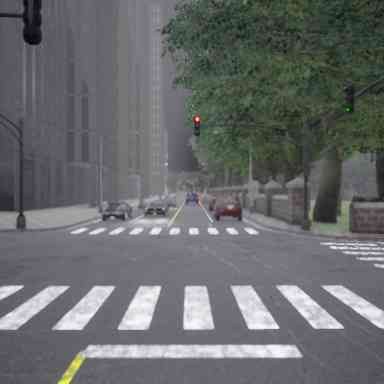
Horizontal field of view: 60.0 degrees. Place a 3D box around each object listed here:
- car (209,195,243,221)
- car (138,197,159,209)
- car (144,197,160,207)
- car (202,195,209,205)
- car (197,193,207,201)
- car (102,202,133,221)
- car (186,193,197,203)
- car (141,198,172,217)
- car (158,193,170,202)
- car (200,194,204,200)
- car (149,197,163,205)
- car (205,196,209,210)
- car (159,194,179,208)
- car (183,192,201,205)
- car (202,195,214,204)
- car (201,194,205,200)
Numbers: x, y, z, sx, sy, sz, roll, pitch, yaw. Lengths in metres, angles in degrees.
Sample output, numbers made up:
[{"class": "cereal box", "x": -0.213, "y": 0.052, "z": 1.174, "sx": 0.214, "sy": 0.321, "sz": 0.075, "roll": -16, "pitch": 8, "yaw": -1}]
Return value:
[{"class": "car", "x": 2.753, "y": 1.228, "z": 26.265, "sx": 2.192, "sy": 1.841, "sz": 5.009, "roll": 0, "pitch": 0, "yaw": 0}, {"class": "car", "x": -5.778, "y": 1.420, "z": 42.623, "sx": 2.008, "sy": 1.369, "sz": 4.403, "roll": 0, "pitch": 0, "yaw": 0}, {"class": "car", "x": -5.780, "y": 1.437, "z": 48.081, "sx": 1.802, "sy": 1.307, "sz": 4.206, "roll": 0, "pitch": 0, "yaw": 0}, {"class": "car", "x": 2.747, "y": 1.421, "z": 42.634, "sx": 2.008, "sy": 1.369, "sz": 4.403, "roll": 0, "pitch": 0, "yaw": 0}, {"class": "car", "x": 2.359, "y": 1.139, "z": 76.890, "sx": 2.097, "sy": 1.767, "sz": 4.553, "roll": 0, "pitch": 0, "yaw": 0}, {"class": "car", "x": -5.772, "y": 1.478, "z": 26.253, "sx": 1.947, "sy": 1.339, "sz": 4.313, "roll": 0, "pitch": 0, "yaw": 0}, {"class": "car", "x": -0.025, "y": 1.160, "z": 66.768, "sx": 2.097, "sy": 1.767, "sz": 4.553, "roll": 0, "pitch": 0, "yaw": 0}, {"class": "car", "x": -3.110, "y": 1.503, "z": 29.946, "sx": 1.895, "sy": 1.301, "sz": 4.718, "roll": 0, "pitch": 0, "yaw": 0}, {"class": "car", "x": -5.789, "y": 1.115, "z": 69.908, "sx": 2.192, "sy": 1.841, "sz": 5.009, "roll": 0, "pitch": 0, "yaw": 0}, {"class": "car", "x": 2.743, "y": 1.282, "z": 53.547, "sx": 1.967, "sy": 1.590, "sz": 4.097, "roll": 0, "pitch": 0, "yaw": 0}, {"class": "car", "x": -5.783, "y": 1.423, "z": 53.538, "sx": 1.802, "sy": 1.307, "sz": 4.206, "roll": 0, "pitch": 0, "yaw": 0}, {"class": "car", "x": 2.749, "y": 1.450, "z": 37.178, "sx": 1.947, "sy": 1.339, "sz": 4.313, "roll": 0, "pitch": 0, "yaw": 0}, {"class": "car", "x": -3.108, "y": 1.408, "z": 45.881, "sx": 2.033, "sy": 1.411, "sz": 5.357, "roll": 0, "pitch": 0, "yaw": 0}, {"class": "car", "x": 0.027, "y": 1.056, "z": 56.136, "sx": 2.150, "sy": 2.045, "sz": 5.566, "roll": 0, "pitch": 0, "yaw": 1}, {"class": "car", "x": 2.741, "y": 1.268, "z": 59.004, "sx": 1.967, "sy": 1.590, "sz": 4.097, "roll": 0, "pitch": 0, "yaw": 0}, {"class": "car", "x": 2.745, "y": 1.406, "z": 48.091, "sx": 2.008, "sy": 1.369, "sz": 4.403, "roll": 0, "pitch": 0, "yaw": 0}]
